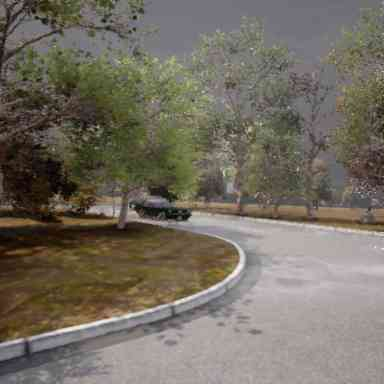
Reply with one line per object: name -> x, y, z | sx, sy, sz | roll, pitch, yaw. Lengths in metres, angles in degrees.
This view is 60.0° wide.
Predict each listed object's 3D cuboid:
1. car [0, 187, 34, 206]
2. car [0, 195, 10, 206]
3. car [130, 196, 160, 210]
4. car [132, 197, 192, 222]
car -> -20.380, 0.469, 35.926 | 5.566, 2.045, 2.150 | 1, -1, -14
car -> -19.393, 0.728, 32.567 | 4.892, 1.490, 1.837 | 1, -2, -24
car -> -3.900, 1.070, 30.492 | 2.128, 1.511, 4.902 | 2, 0, -40
car -> -1.980, 1.232, 22.467 | 1.895, 1.301, 4.718 | 2, 0, -35
